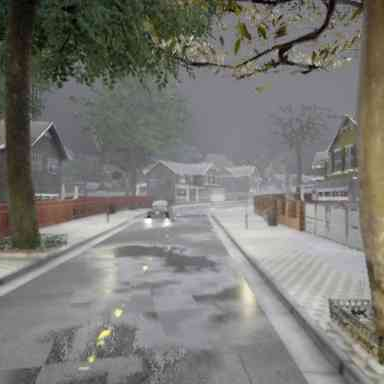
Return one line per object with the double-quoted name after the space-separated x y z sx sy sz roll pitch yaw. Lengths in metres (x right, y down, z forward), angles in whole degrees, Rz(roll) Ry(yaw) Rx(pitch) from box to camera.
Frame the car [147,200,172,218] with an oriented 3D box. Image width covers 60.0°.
-2.792 1.470 29.719 1.812 1.442 4.674 0 0 2 "car"
